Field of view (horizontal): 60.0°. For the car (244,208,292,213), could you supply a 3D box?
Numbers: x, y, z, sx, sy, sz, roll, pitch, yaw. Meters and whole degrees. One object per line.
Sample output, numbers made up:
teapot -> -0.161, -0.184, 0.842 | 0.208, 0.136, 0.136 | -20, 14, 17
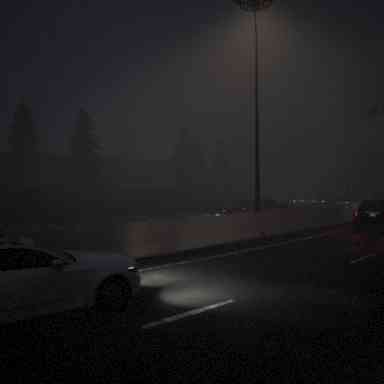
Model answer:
car -> 5.914, 1.396, 23.806 | 1.994, 1.385, 4.181 | 0, 0, 42

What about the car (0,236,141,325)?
car -> -3.204, 1.532, 5.931 | 4.674, 1.442, 1.812 | -1, 0, -36

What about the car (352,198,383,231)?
car -> 10.550, 1.163, 18.275 | 2.097, 1.767, 4.553 | 0, 0, 43
